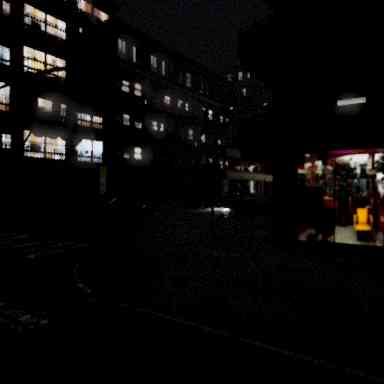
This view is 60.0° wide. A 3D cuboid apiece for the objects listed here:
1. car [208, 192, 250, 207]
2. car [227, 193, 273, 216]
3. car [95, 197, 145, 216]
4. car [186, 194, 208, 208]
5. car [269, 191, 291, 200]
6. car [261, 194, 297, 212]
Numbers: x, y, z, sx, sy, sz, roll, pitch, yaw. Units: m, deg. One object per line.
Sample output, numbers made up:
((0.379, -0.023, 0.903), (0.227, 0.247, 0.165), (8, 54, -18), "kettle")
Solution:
((3.898, 0.869, 34.471), (1.994, 1.385, 4.181), (0, 1, 35), "car")
((4.779, 1.000, 25.524), (1.887, 1.381, 4.507), (2, 2, 35), "car")
((-5.477, 1.053, 25.867), (1.947, 1.339, 4.313), (2, 2, 35), "car")
((1.147, 0.871, 35.055), (1.947, 1.339, 4.313), (2, 2, 35), "car")
((14.181, 0.506, 53.566), (1.947, 1.339, 4.313), (2, 2, 35), "car")
((7.979, 0.945, 30.194), (1.802, 1.307, 4.206), (2, 2, 35), "car")
